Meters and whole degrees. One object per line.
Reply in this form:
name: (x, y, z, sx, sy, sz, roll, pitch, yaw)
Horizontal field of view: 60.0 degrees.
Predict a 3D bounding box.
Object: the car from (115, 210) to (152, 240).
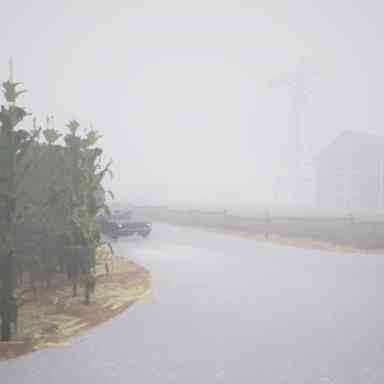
car: (-3.866, 1.668, 17.741, 1.895, 1.301, 4.718, 1, 0, -32)
